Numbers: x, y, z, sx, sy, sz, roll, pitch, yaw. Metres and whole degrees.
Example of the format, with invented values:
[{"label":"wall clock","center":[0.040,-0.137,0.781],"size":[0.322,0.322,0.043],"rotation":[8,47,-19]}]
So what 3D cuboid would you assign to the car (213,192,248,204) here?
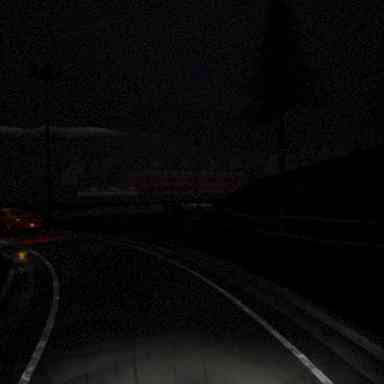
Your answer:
[{"label":"car","center":[6.351,1.212,54.839],"size":[4.892,1.490,1.837],"rotation":[-1,0,-36]}]

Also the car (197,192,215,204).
[{"label":"car","center":[4.175,0.974,57.572],"size":[5.566,2.045,2.150],"rotation":[-1,0,-36]}]

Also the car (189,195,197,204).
[{"label":"car","center":[2.065,1.017,60.355],"size":[5.566,2.045,2.150],"rotation":[-1,0,-36]}]

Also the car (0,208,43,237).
[{"label":"car","center":[-10.858,1.689,19.472],"size":[5.008,1.535,1.882],"rotation":[-1,-1,31]}]
